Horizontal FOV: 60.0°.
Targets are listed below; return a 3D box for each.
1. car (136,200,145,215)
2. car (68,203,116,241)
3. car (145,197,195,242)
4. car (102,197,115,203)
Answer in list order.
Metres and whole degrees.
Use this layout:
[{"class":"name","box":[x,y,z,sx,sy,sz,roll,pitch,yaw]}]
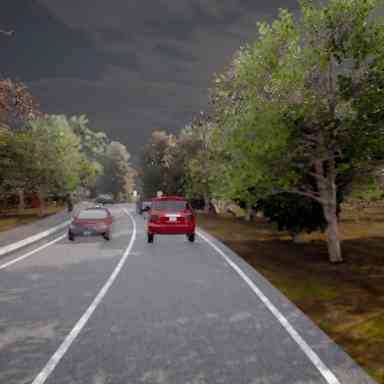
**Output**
[{"class":"car","box":[-4.803,1.590,35.143,2.033,1.411,5.357,1,0,-14]},{"class":"car","box":[-4.905,1.527,16.806,1.812,1.442,4.674,1,0,-8]},{"class":"car","box":[-1.163,1.251,16.814,2.150,2.045,5.566,0,0,-7]},{"class":"car","box":[-14.510,1.498,57.793,2.033,1.411,5.357,1,0,-14]}]
